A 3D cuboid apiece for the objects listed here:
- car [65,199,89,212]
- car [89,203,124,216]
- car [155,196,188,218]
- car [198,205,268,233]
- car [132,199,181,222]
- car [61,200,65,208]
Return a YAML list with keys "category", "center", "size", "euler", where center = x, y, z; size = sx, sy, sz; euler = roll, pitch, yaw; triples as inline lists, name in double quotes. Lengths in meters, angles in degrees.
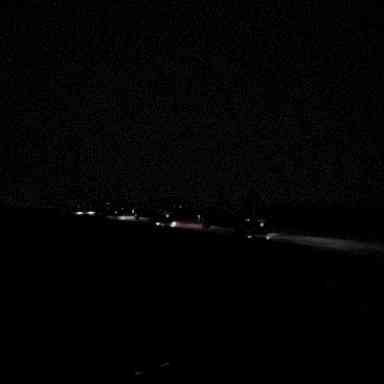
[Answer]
- category: "car"
  center: [-15.005, 1.833, 44.356]
  size: [1.837, 1.490, 4.892]
  euler: [1, -1, -36]
- category: "car"
  center: [-9.156, 1.831, 36.189]
  size: [1.895, 1.301, 4.718]
  euler: [1, -1, -36]
- category: "car"
  center: [-2.604, 1.439, 32.164]
  size: [2.150, 2.045, 5.566]
  euler: [1, -1, -36]
- category: "car"
  center: [2.367, 1.558, 20.282]
  size: [2.128, 1.511, 4.902]
  euler: [1, -1, -37]
- category: "car"
  center: [-3.353, 1.632, 28.136]
  size: [2.128, 1.511, 4.902]
  euler: [1, -1, -36]
- category: "car"
  center: [-21.561, 2.027, 58.411]
  size: [1.882, 1.535, 5.008]
  euler: [1, -1, -36]
